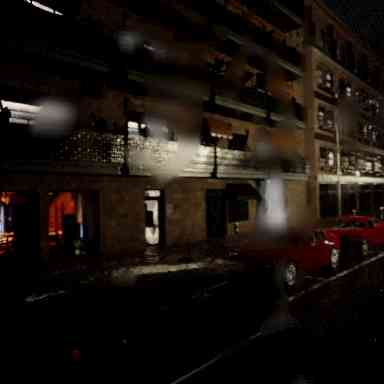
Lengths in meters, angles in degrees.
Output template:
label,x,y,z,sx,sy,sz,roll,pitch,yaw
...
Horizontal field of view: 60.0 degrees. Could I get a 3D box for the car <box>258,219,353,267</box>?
label,x,y,z,sx,sy,sz,roll,pitch,yaw
car,2.843,1.688,9.796,1.887,1.381,4.507,-3,-2,44

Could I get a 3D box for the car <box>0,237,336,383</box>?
label,x,y,z,sx,sy,sz,roll,pitch,yaw
car,-1.021,1.422,2.245,2.097,1.767,4.553,-2,-2,45

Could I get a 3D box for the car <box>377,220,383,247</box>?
label,x,y,z,sx,sy,sz,roll,pitch,yaw
car,8.614,1.560,12.059,1.882,1.535,5.008,-2,-1,44

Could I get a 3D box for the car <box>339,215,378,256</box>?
label,x,y,z,sx,sy,sz,roll,pitch,yaw
car,6.773,1.694,13.858,1.887,1.381,4.507,-3,-2,44
